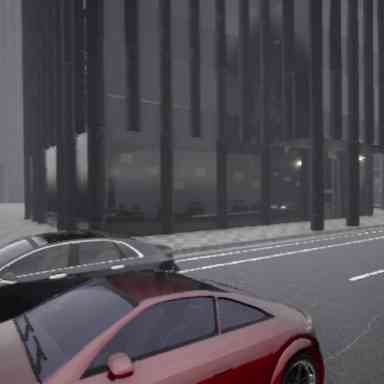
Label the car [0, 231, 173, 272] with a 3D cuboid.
[{"bbox_3d":[-2.520,1.504,5.868,4.892,1.490,1.837,0,0,-35],"label":"car"}]

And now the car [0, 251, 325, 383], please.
[{"bbox_3d":[-0.643,1.562,3.202,4.181,1.385,1.994,0,0,-34],"label":"car"}]
